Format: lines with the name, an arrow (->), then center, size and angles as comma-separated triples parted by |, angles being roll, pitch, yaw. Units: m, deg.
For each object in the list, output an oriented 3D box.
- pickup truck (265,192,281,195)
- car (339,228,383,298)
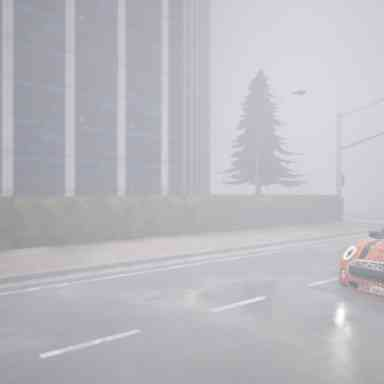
pickup truck -> 17.130, 1.149, 69.533 | 2.390, 2.098, 6.274 | 0, 0, -6
car -> 5.527, 1.367, 7.896 | 4.553, 1.767, 2.097 | 0, 0, -35
